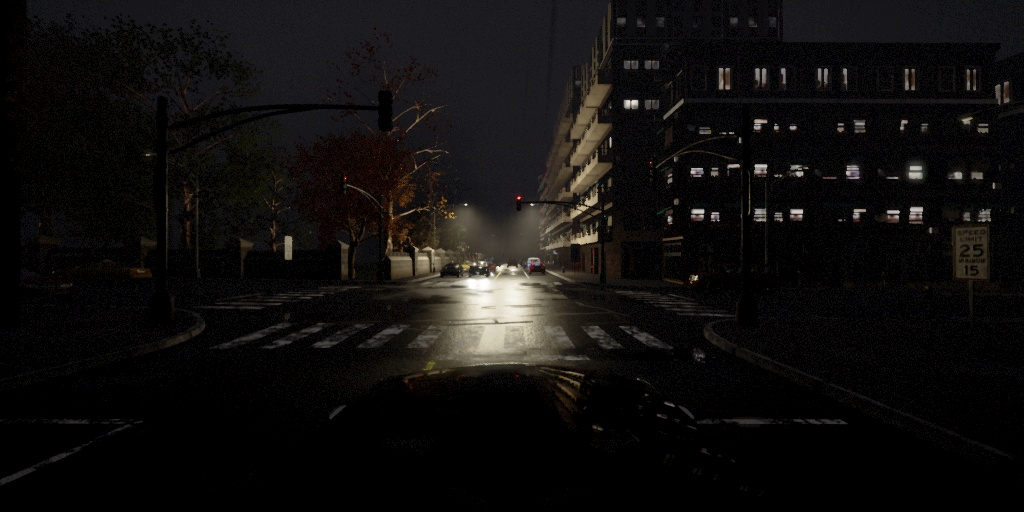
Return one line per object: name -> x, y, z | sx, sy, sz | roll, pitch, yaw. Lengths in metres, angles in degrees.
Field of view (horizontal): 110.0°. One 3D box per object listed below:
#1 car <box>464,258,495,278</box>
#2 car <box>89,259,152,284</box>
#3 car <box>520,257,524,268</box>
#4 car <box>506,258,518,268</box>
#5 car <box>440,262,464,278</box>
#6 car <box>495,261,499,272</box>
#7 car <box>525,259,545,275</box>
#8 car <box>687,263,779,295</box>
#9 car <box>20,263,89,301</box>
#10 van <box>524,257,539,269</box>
car -> -3.073, 1.256, 34.531 | 2.128, 1.511, 4.902 | 0, 0, -1
car -> -24.721, 0.883, 21.620 | 4.829, 1.417, 1.751 | 0, 0, 0
car -> 2.752, 1.230, 56.815 | 1.967, 1.591, 4.097 | 0, 0, 0
car -> 0.067, 1.304, 62.598 | 1.837, 1.490, 4.892 | 0, 0, 0
car -> -5.654, 1.330, 34.304 | 1.948, 1.339, 4.313 | 0, 0, 0
car -> -3.050, 1.339, 45.661 | 1.994, 1.385, 4.181 | 0, 0, 0
car -> 2.733, 1.314, 39.925 | 1.888, 1.381, 4.507 | 0, 0, 0
car -> 13.472, 1.353, 21.942 | 5.009, 1.841, 2.192 | 0, 0, 0
car -> -18.949, 1.007, 13.288 | 4.207, 1.307, 1.802 | 0, 0, 0
van -> 2.740, 1.116, 45.555 | 1.690, 1.789, 3.998 | 0, 0, 0
